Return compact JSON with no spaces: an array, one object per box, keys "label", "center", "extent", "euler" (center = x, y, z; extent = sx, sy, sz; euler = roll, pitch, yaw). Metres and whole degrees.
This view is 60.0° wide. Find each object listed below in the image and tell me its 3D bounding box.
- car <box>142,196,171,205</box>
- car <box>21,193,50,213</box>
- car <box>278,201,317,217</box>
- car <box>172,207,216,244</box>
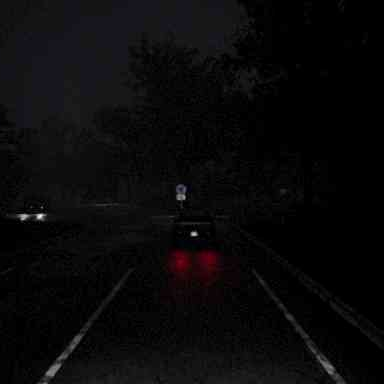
[{"label":"car","center":[-5.987,1.435,56.265],"extent":[4.902,1.511,2.128],"euler":[0,0,-13]},{"label":"car","center":[-16.905,1.185,36.243],"extent":[2.150,2.045,5.566],"euler":[-1,0,-15]},{"label":"car","center":[9.943,1.517,29.365],"extent":[5.357,1.411,2.033],"euler":[0,0,-36]},{"label":"car","center":[0.117,1.476,15.766],"extent":[2.128,1.511,4.902],"euler":[0,0,1]}]
